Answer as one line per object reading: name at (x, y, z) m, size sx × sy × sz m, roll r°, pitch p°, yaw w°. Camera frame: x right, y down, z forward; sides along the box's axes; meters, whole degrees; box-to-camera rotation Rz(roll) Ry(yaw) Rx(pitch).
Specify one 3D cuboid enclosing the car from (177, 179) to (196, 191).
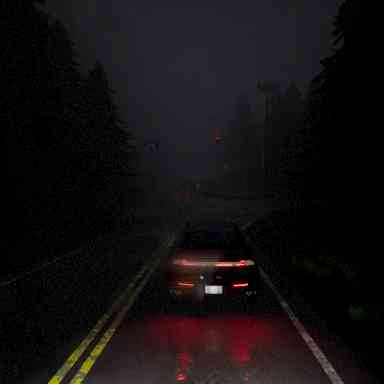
car at (-0.699, -1.071, 45.216) m, size 1.812 × 1.442 × 4.674 m, roll 1°, pitch 9°, yaw 14°

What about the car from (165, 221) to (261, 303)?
car at (0.448, 1.466, 8.170) m, size 2.128 × 1.511 × 4.902 m, roll 0°, pitch 0°, yaw 2°
